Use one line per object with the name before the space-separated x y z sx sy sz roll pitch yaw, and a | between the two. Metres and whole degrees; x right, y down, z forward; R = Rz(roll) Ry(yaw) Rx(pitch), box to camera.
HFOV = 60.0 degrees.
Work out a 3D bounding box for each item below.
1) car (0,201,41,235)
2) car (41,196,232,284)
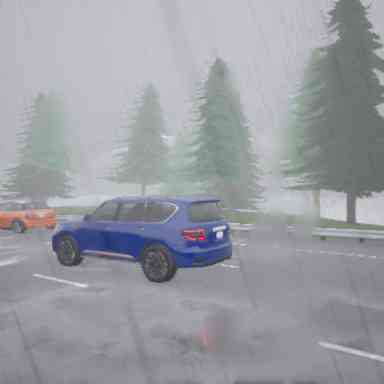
car | -9.715 1.275 18.454 4.553 1.767 2.097 0 1 30
car | -1.584 1.139 9.538 5.566 2.045 2.150 0 0 32
